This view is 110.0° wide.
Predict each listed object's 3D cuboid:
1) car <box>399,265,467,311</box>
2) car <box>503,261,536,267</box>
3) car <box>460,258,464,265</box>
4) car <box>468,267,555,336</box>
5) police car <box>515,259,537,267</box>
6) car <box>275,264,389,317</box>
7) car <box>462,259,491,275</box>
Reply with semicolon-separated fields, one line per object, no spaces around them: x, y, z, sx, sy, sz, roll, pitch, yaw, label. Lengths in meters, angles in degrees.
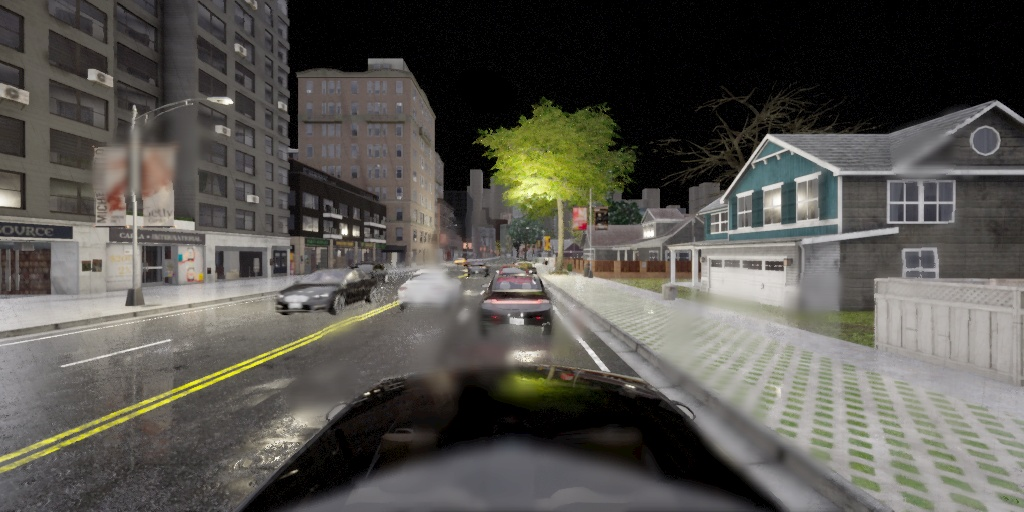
-3.132;1.271;14.400;1.812;1.442;4.674;0;0;0;car
0.124;1.219;19.869;1.882;1.535;5.008;0;0;0;car
-6.520;1.171;57.103;1.882;1.535;5.008;0;0;0;car
0.114;1.239;10.366;2.128;1.511;4.902;0;0;0;car
1.011;1.155;29.598;1.930;1.638;5.238;0;0;0;police car
-6.584;1.238;13.339;2.128;1.511;4.902;0;0;0;car
-3.108;1.215;34.252;2.128;1.511;4.902;0;0;0;car
